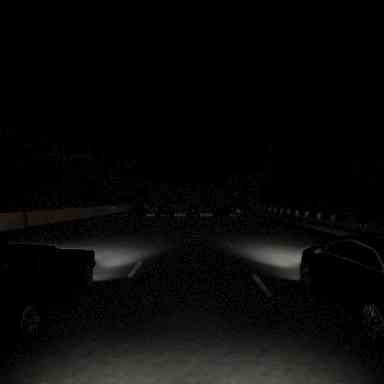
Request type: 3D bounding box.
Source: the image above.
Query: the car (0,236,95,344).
[{"bbox_3d":[-3.398,1.678,6.480,1.895,1.301,4.718,0,-1,0],"label":"car"}]

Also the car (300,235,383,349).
[{"bbox_3d":[3.603,1.568,6.366,2.128,1.511,4.902,0,-1,0],"label":"car"}]

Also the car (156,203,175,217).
[{"bbox_3d":[-3.382,2.245,42.633,2.097,1.767,4.553,0,-2,0],"label":"car"}]

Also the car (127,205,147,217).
[{"bbox_3d":[-6.879,2.357,42.152,1.882,1.535,5.008,0,-1,0],"label":"car"}]

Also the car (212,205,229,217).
[{"bbox_3d":[3.621,2.369,42.570,1.882,1.535,5.008,0,-1,0],"label":"car"}]

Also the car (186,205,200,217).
[{"bbox_3d":[0.122,2.471,43.702,2.033,1.411,5.357,0,-2,0],"label":"car"}]
